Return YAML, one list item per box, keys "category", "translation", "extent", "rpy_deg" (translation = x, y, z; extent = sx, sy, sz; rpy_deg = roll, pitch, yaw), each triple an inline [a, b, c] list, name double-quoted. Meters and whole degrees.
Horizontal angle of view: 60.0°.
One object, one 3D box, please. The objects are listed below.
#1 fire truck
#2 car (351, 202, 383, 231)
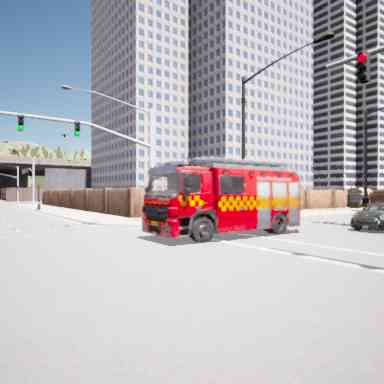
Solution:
- category: "fire truck"
  translation: [1.802, 0.339, 16.935]
  extent: [8.468, 3.827, 2.891]
  rpy_deg: [0, 0, -36]
- category: "car"
  translation: [11.373, 1.351, 19.545]
  extent: [4.553, 1.767, 2.097]
  rpy_deg: [0, 0, -35]
